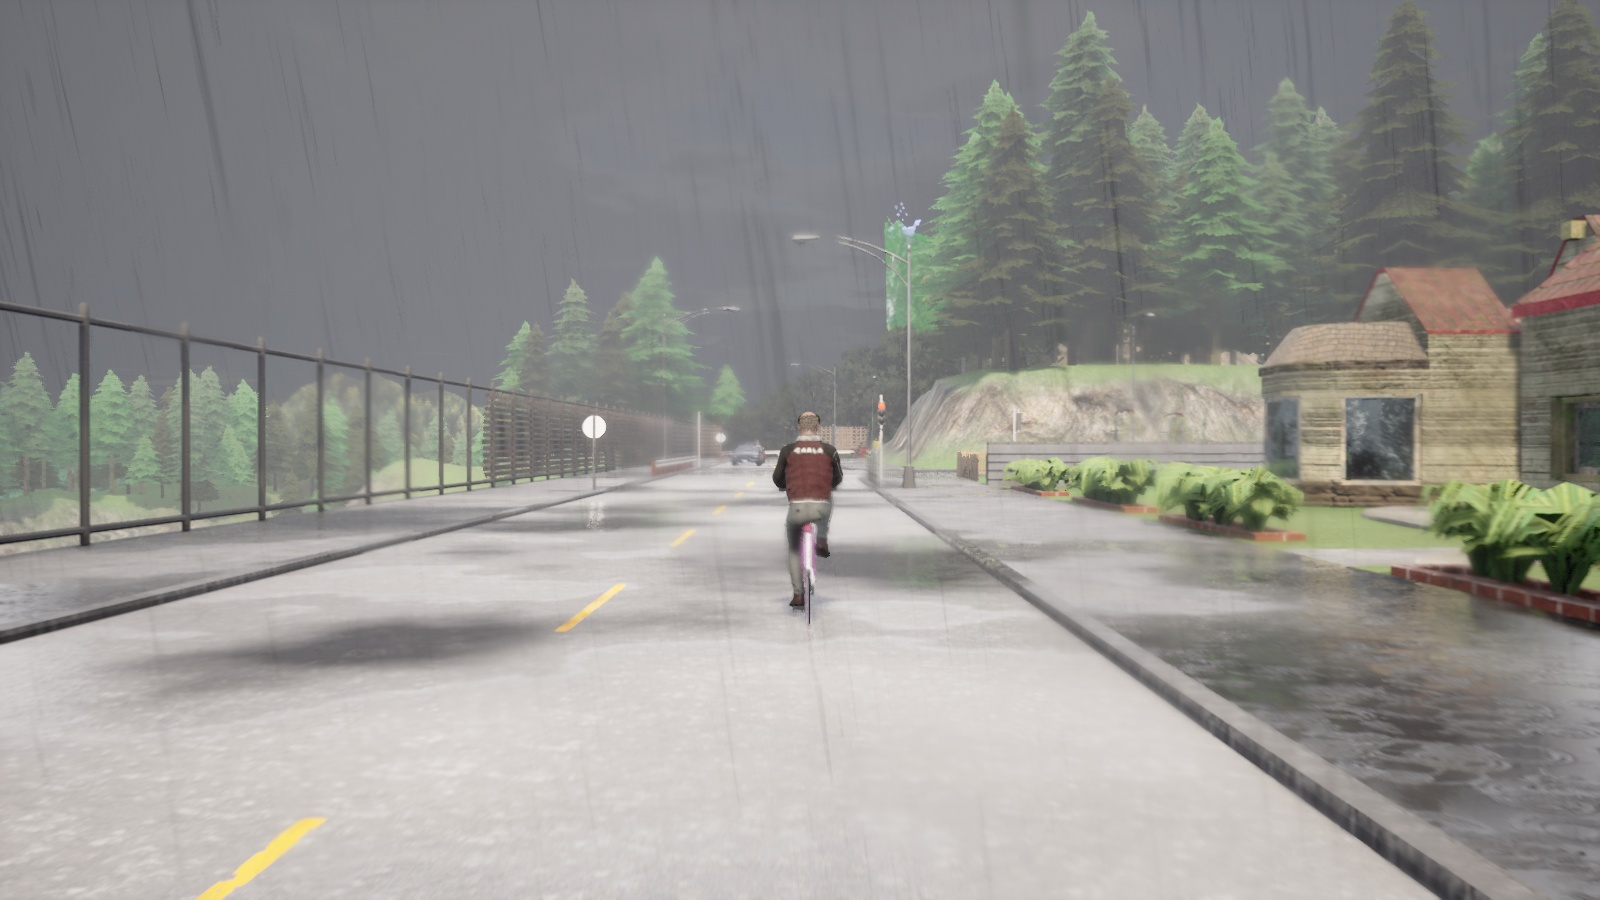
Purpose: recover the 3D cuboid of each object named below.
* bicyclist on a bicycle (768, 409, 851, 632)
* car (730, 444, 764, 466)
[{"bbox_3d":[0.078,0.555,10.932,0.659,1.776,1.843,0,1,0],"label":"bicyclist on a bicycle"},{"bbox_3d":[-3.452,0.325,82.653,2.033,1.411,5.357,0,0,0],"label":"car"}]
